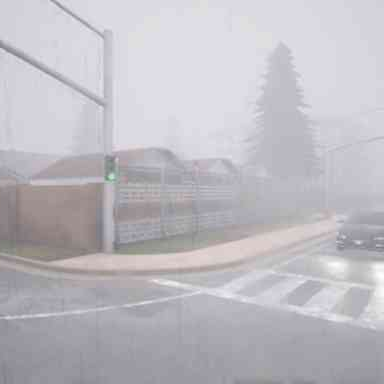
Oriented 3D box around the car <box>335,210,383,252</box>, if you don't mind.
[{"bbox_3d":[7.253,1.506,13.445,1.837,1.490,4.892,0,0,38],"label":"car"}]
